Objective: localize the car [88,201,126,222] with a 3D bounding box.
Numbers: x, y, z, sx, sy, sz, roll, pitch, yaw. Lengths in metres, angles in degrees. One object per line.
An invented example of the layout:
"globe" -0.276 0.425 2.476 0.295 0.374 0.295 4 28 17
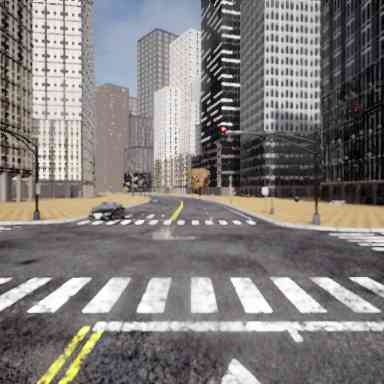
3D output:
"car" -6.641 1.533 26.455 2.128 1.511 4.902 0 1 4

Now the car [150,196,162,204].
"car" -6.584 1.431 61.134 1.812 1.442 4.674 0 0 -2
